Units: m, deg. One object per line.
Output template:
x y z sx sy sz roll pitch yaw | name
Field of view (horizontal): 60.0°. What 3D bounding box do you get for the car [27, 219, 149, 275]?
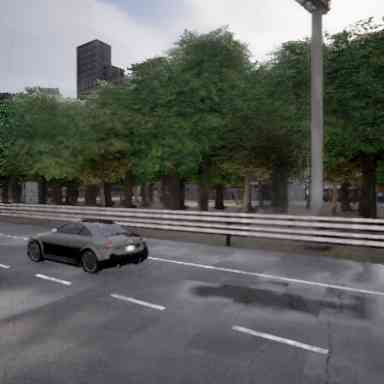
-3.385 1.568 10.580 4.181 1.385 1.994 0 0 35 | car
